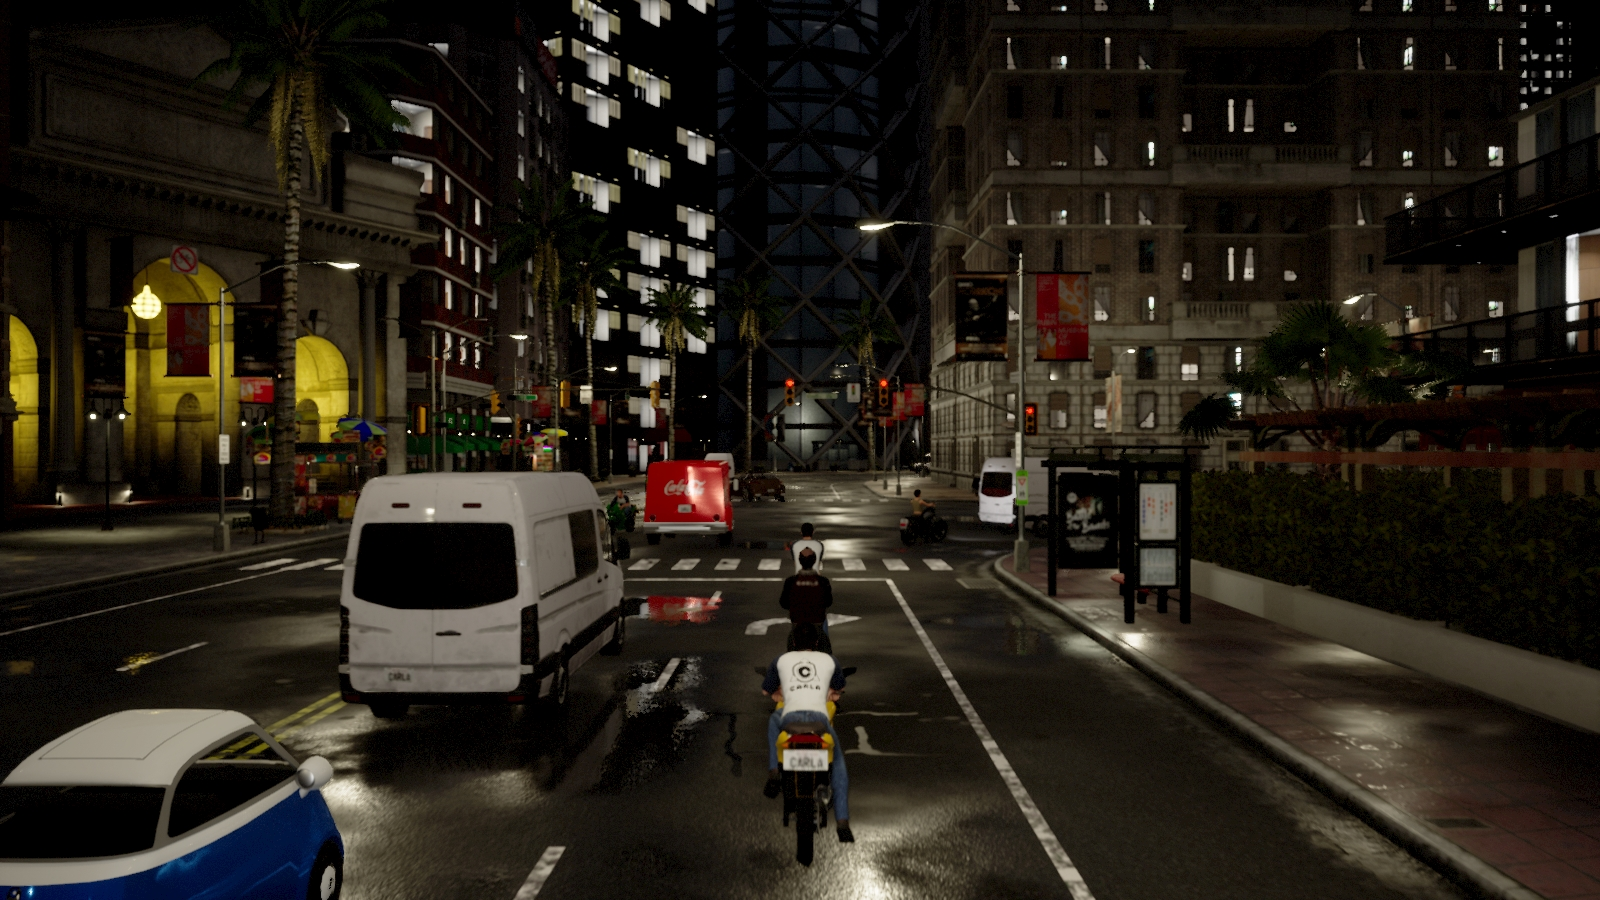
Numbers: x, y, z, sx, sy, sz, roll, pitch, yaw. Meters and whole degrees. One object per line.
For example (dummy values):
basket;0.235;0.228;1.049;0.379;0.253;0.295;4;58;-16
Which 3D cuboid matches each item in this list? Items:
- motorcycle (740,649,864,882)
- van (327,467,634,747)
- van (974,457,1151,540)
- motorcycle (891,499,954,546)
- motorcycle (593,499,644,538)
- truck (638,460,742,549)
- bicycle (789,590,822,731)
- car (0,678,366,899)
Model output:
motorcycle;0.020;2.213;8.387;0.803;1.145;2.033;0;0;0
van;-3.463;1.535;13.790;1.988;2.561;5.915;0;0;1
van;8.795;1.535;38.073;5.915;2.561;1.988;0;0;-29
motorcycle;3.718;2.170;34.429;0.764;1.277;2.356;0;0;37
motorcycle;-5.916;2.214;37.439;0.803;1.145;2.033;1;0;17
truck;-3.254;1.568;35.048;2.627;2.467;5.204;0;0;0
bicycle;0.064;2.210;12.303;0.329;1.171;1.835;0;0;0
car;-3.461;2.120;6.038;1.481;1.376;2.207;0;0;0
